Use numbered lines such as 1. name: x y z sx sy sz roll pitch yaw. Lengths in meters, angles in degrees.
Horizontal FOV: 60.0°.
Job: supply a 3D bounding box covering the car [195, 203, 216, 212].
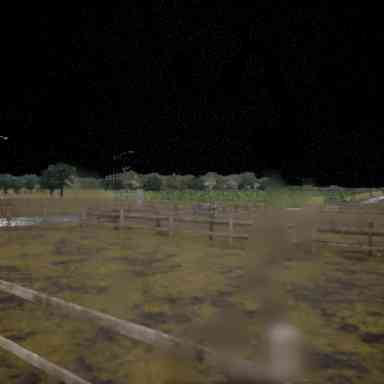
1. car: 2.154 2.458 53.502 1.994 1.385 4.181 1 -1 36
